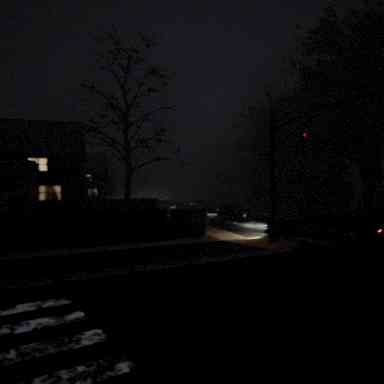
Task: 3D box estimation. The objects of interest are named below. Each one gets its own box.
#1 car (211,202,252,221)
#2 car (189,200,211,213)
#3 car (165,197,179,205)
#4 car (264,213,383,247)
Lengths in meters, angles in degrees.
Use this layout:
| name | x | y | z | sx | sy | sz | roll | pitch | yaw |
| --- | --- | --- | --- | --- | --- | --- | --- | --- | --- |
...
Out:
| name | x | y | z | sx | sy | sz | roll | pitch | yaw |
| --- | --- | --- | --- | --- | --- | --- | --- | --- | --- |
| car | 3.709 | 1.677 | 29.644 | 2.128 | 1.511 | 4.902 | -1 | 0 | -15 |
| car | 0.999 | 1.717 | 40.050 | 2.033 | 1.411 | 5.357 | -1 | 0 | -15 |
| car | -3.579 | 1.635 | 57.861 | 2.128 | 1.511 | 4.902 | -1 | 0 | -14 |
| car | 6.333 | 1.733 | 16.259 | 5.357 | 1.411 | 2.033 | 1 | -2 | 30 |
